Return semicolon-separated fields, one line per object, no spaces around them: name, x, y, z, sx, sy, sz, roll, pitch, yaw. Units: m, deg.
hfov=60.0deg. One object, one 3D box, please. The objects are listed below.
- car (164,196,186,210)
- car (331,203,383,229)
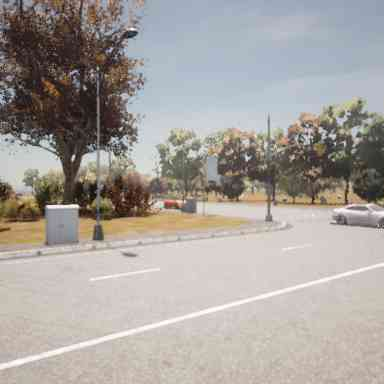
car;-1.719;1.261;41.512;2.097;1.767;4.553;0;0;-33
car;11.186;1.471;21.115;1.812;1.442;4.674;0;0;-32
